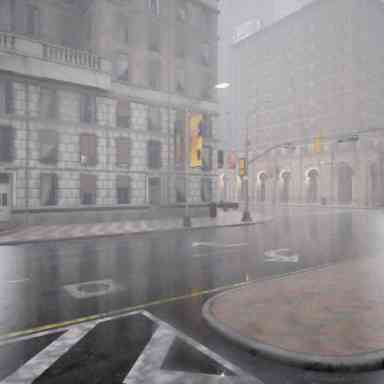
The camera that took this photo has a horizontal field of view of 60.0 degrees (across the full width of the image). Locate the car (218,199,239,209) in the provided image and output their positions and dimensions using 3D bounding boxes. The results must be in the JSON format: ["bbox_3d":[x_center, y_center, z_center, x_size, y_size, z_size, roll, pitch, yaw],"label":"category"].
[{"bbox_3d":[4.039,1.601,43.919,1.895,1.301,4.718,0,0,-36],"label":"car"}]
